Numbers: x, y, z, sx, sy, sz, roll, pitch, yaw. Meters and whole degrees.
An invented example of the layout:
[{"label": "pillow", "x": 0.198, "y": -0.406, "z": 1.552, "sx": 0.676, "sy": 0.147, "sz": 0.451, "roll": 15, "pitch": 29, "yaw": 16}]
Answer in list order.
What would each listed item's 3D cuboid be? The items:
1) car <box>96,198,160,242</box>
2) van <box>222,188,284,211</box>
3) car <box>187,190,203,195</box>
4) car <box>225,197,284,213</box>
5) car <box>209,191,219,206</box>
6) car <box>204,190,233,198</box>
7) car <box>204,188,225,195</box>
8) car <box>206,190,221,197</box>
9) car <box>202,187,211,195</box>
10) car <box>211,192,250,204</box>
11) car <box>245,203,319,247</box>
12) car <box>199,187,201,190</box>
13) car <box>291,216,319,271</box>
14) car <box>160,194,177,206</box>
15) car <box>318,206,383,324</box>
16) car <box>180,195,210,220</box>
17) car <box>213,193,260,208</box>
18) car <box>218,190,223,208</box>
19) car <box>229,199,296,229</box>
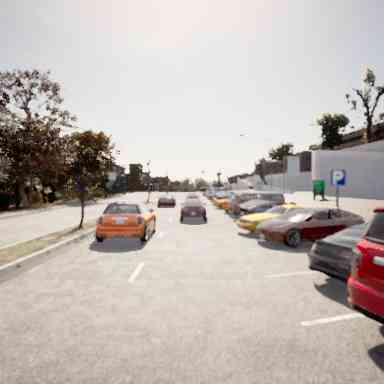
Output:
[{"label": "car", "x": -2.906, "y": 1.195, "z": 15.518, "sx": 2.097, "sy": 1.767, "sz": 4.553, "roll": 0, "pitch": 1, "yaw": 0}, {"label": "van", "x": 4.954, "y": 0.936, "z": 25.979, "sx": 4.442, "sy": 1.987, "sz": 1.878, "roll": 0, "pitch": 2, "yaw": -20}, {"label": "car", "x": 0.089, "y": 0.868, "z": 41.119, "sx": 1.812, "sy": 1.442, "sz": 4.674, "roll": 0, "pitch": 1, "yaw": 0}, {"label": "car", "x": 5.055, "y": 1.255, "z": 23.052, "sx": 4.674, "sy": 1.452, "sz": 2.002, "roll": 0, "pitch": 1, "yaw": -20}, {"label": "car", "x": 4.882, "y": 0.968, "z": 34.918, "sx": 5.366, "sy": 1.575, "sz": 1.946, "roll": 0, "pitch": 2, "yaw": -20}, {"label": "car", "x": 5.218, "y": 0.388, "z": 64.867, "sx": 5.366, "sy": 1.575, "sz": 1.946, "roll": 0, "pitch": 1, "yaw": -20}, {"label": "car", "x": 5.059, "y": 0.597, "z": 52.870, "sx": 4.892, "sy": 1.521, "sz": 2.231, "roll": 0, "pitch": 1, "yaw": -20}, {"label": "car", "x": 4.881, "y": 0.833, "z": 40.883, "sx": 5.366, "sy": 1.575, "sz": 1.946, "roll": 0, "pitch": 2, "yaw": -20}, {"label": "car", "x": 5.077, "y": 0.289, "z": 55.866, "sx": 5.566, "sy": 2.045, "sz": 2.435, "roll": 0, "pitch": 1, "yaw": -20}, {"label": "car", "x": 5.048, "y": 0.814, "z": 43.932, "sx": 4.674, "sy": 1.452, "sz": 2.002, "roll": 0, "pitch": 1, "yaw": -20}, {"label": "car", "x": 5.037, "y": 1.381, "z": 14.084, "sx": 4.792, "sy": 1.488, "sz": 2.163, "roll": 1, "pitch": 1, "yaw": -20}, {"label": "car", "x": 4.868, "y": 0.245, "z": 73.681, "sx": 5.366, "sy": 1.575, "sz": 1.946, "roll": 0, "pitch": 1, "yaw": -20}, {"label": "car", "x": 5.063, "y": 1.458, "z": 8.127, "sx": 4.674, "sy": 1.452, "sz": 2.002, "roll": 1, "pitch": 0, "yaw": -20}, {"label": "car", "x": -2.917, "y": 0.942, "z": 39.508, "sx": 1.994, "sy": 1.385, "sz": 4.181, "roll": 0, "pitch": 1, "yaw": 0}, {"label": "car", "x": 5.097, "y": 1.196, "z": 5.153, "sx": 5.566, "sy": 2.045, "sz": 2.435, "roll": 1, "pitch": 0, "yaw": -20}, {"label": "car", "x": 0.097, "y": 1.226, "z": 24.395, "sx": 1.812, "sy": 1.442, "sz": 4.674, "roll": 0, "pitch": 1, "yaw": 0}, {"label": "car", "x": 5.081, "y": 0.934, "z": 37.980, "sx": 4.792, "sy": 1.488, "sz": 2.163, "roll": 0, "pitch": 1, "yaw": -20}, {"label": "car", "x": 5.031, "y": 0.976, "z": 29.007, "sx": 4.553, "sy": 1.767, "sz": 2.185, "roll": 0, "pitch": 1, "yaw": -20}, {"label": "car", "x": 4.891, "y": 1.307, "z": 17.010, "sx": 5.366, "sy": 1.575, "sz": 1.946, "roll": 1, "pitch": 1, "yaw": -20}]
